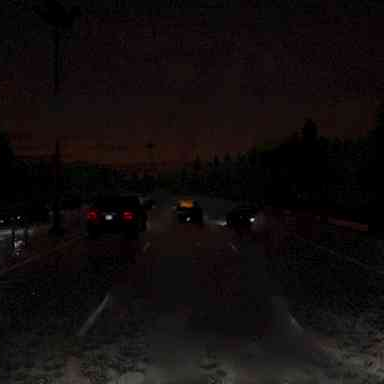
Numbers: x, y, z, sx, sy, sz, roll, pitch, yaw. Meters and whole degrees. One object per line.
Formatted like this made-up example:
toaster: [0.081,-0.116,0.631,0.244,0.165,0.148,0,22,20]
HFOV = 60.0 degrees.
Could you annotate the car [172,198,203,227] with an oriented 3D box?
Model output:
car: [-0.290,1.431,22.478,2.128,1.511,4.902,0,0,-2]

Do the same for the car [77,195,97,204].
car: [-18.829,1.334,59.751,2.128,1.511,4.902,0,0,-1]

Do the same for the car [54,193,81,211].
car: [-14.928,1.114,40.205,2.150,2.045,5.566,0,0,-1]

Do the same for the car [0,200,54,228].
car: [-10.949,1.449,21.484,1.837,1.490,4.892,0,0,-2]

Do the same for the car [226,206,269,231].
car: [3.273,1.509,20.262,1.994,1.385,4.181,0,0,-2]

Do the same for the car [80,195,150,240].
car: [-3.622,1.176,16.872,2.150,2.045,5.566,0,0,-2]

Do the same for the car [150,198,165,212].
car: [-4.176,1.390,37.879,2.128,1.511,4.902,0,0,-1]
